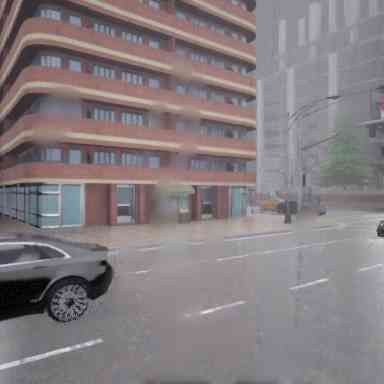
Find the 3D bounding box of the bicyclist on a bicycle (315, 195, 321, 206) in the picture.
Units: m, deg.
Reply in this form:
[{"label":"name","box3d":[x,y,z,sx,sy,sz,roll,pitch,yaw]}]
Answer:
[{"label":"bicyclist on a bicycle","box3d":[17.784,1.301,46.920,1.656,1.620,0.582,0,0,-36]}]

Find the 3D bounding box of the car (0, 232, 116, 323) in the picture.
[{"label":"car","box3d":[-3.751,1.491,5.601,4.902,1.511,2.128,0,0,-36]}]

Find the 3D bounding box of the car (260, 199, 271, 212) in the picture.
[{"label":"car","box3d":[9.952,1.477,37.341,1.882,1.535,5.008,0,0,-36]}]

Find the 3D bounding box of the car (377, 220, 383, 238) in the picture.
[{"label":"car","box3d":[10.897,1.563,16.526,4.181,1.385,1.994,0,0,-41]}]

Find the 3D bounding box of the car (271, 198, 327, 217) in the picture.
[{"label":"car","box3d":[10.126,1.505,31.092,1.837,1.490,4.892,0,0,-35]}]
